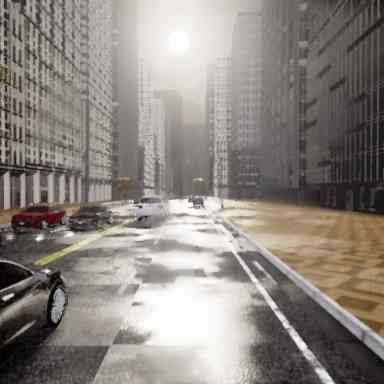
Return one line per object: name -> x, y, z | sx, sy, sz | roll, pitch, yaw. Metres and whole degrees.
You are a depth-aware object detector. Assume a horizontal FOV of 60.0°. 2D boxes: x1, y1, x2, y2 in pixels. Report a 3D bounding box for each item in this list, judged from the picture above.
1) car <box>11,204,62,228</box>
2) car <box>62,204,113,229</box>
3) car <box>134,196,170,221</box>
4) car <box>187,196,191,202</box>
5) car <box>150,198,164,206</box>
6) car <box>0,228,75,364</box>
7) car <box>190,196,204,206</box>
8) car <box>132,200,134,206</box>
car -> -9.858, 1.554, 21.771 | 1.882, 1.535, 5.008 | 0, 0, 0
car -> -6.607, 1.582, 22.083 | 1.837, 1.490, 4.892 | 0, 0, 0
car -> -3.161, 1.322, 27.984 | 2.150, 2.045, 5.566 | 0, 0, 0
car -> -0.035, 1.709, 78.481 | 1.812, 1.442, 4.674 | 0, 0, 0
car -> -6.550, 1.783, 62.656 | 1.994, 1.385, 4.181 | 0, 0, 1
car -> -3.158, 1.522, 4.116 | 1.837, 1.490, 4.892 | 0, 0, 0
car -> 1.111, 1.689, 59.179 | 1.882, 1.535, 5.008 | 0, 0, 0
car -> -9.793, 1.776, 62.226 | 2.033, 1.411, 5.357 | 0, 0, 0
